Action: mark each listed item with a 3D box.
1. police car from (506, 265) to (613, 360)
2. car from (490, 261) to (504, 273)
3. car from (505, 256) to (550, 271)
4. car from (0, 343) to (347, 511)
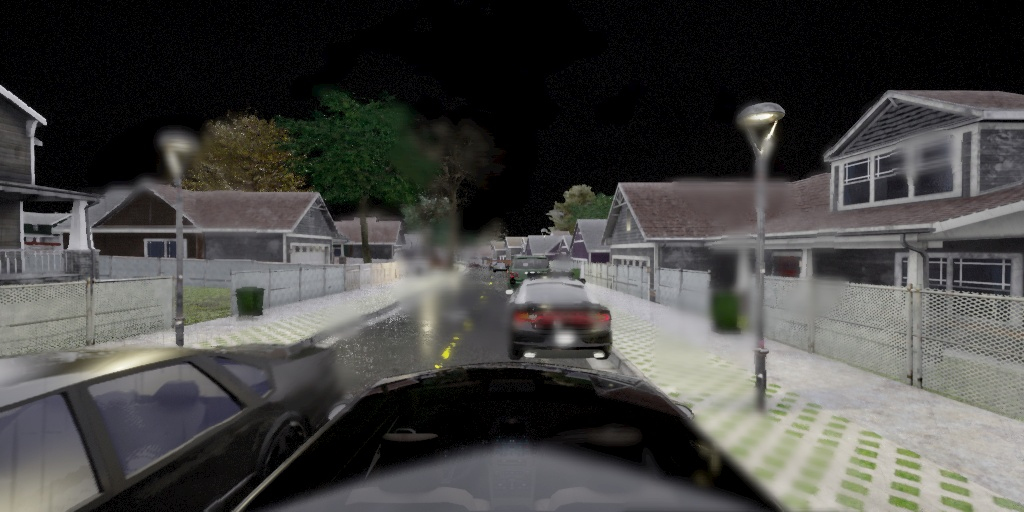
[{"bbox_3d":[0.899,1.180,8.505,1.930,1.638,5.238,0,0,0],"label":"police car"},{"bbox_3d":[-1.507,1.477,47.472,1.994,1.385,4.181,0,0,-4],"label":"car"},{"bbox_3d":[0.847,1.001,18.479,2.150,2.045,5.566,0,0,-1],"label":"car"},{"bbox_3d":[-2.753,1.297,1.629,2.033,1.411,5.357,0,0,0],"label":"car"}]
